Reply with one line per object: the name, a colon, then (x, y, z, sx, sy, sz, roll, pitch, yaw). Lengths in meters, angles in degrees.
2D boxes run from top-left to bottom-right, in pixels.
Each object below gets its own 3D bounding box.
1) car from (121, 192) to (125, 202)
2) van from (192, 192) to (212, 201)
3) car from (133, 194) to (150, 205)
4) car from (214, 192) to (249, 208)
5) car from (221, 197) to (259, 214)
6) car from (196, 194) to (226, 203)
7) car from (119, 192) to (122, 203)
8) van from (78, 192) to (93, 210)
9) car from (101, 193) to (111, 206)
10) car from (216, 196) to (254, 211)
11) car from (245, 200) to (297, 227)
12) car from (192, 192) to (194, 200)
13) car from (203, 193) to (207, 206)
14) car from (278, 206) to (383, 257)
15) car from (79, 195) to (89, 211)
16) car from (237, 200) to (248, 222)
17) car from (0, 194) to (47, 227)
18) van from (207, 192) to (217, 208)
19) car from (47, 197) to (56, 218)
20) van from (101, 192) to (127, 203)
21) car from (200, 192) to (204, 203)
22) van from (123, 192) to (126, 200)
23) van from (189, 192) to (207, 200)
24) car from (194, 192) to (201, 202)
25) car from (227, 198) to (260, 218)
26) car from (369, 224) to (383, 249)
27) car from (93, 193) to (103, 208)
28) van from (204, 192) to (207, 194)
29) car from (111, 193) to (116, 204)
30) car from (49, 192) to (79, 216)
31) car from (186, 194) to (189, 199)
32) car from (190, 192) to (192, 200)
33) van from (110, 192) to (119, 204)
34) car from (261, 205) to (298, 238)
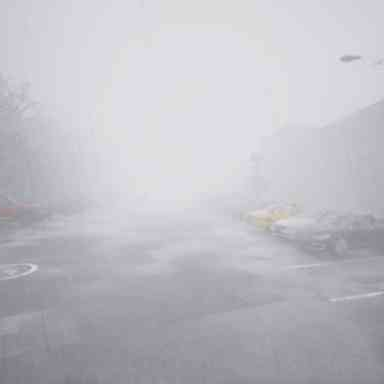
car: (-14.198, 1.224, 55.780, 4.674, 1.452, 2.002, -1, 0, -23)
van: (2.318, 0.960, 77.140, 4.442, 1.987, 1.878, 1, 0, -23)
car: (-7.721, 1.270, 53.376, 2.033, 1.411, 5.357, 0, 0, -3)
car: (4.968, 1.218, 33.273, 4.553, 1.767, 2.185, 1, 1, -23)
car: (5.243, 1.411, 27.393, 4.792, 1.488, 2.163, 1, 1, -23)
car: (3.423, 1.223, 59.623, 4.892, 1.521, 2.231, 1, 0, -23)
car: (-14.027, 1.234, 52.840, 4.674, 1.452, 2.002, -1, 0, -23)
van: (-13.123, 1.054, 35.148, 4.442, 1.987, 1.878, -1, 1, -23)
car: (-13.184, 1.239, 41.155, 5.366, 1.575, 1.946, -1, 0, -23)
car: (5.109, 1.363, 30.337, 4.892, 1.521, 2.231, 1, 1, -23)
car: (5.940, 1.442, 18.697, 5.366, 1.575, 1.946, 1, 0, -23)
car: (3.266, 1.208, 65.555, 5.366, 1.575, 1.946, 1, 0, -23)
car: (4.428, 1.290, 42.051, 5.008, 1.535, 2.097, 1, 0, -23)
car: (6.114, 1.484, 12.761, 4.892, 1.521, 2.231, 1, 1, -23)
car: (-12.876, 1.327, 32.249, 4.792, 1.488, 2.163, -1, 1, -23)
car: (5.607, 1.463, 21.548, 4.674, 1.452, 2.002, 1, 1, -23)
car: (-12.157, 1.125, 20.517, 5.566, 2.045, 2.435, -1, 0, -23)
van: (4.500, 1.079, 39.071, 4.442, 1.987, 1.878, 1, 1, -23)
car: (-12.371, 1.387, 23.429, 4.792, 1.488, 2.163, -1, 1, -23)
van: (-14.424, 0.943, 61.706, 4.442, 1.987, 1.878, -1, 0, -23)
car: (4.072, 1.135, 47.899, 4.553, 1.767, 2.185, 1, 0, -23)
van: (-14.468, 0.952, 58.665, 4.442, 1.987, 1.878, -1, 0, -23)
van: (1.634, 1.048, 91.878, 4.442, 1.987, 1.878, 2, -2, -24)
car: (3.794, 0.988, 53.779, 5.566, 2.045, 2.435, 1, 0, -23)
car: (5.448, 1.404, 24.474, 4.892, 1.521, 2.231, 1, 1, -23)
car: (6.438, 1.525, 6.907, 4.892, 1.521, 2.231, 1, 0, -23)
car: (-13.178, 1.261, 38.141, 4.892, 1.521, 2.231, -1, 1, -23)
van: (4.376, 1.052, 45.029, 4.442, 1.987, 1.878, 1, 0, -23)
car: (-13.685, 1.256, 46.956, 4.674, 1.452, 2.002, -1, 1, -23)
car: (-12.656, 1.190, 29.333, 4.553, 1.767, 2.185, -1, 1, -23)
car: (2.077, 1.177, 80.047, 5.366, 1.575, 1.946, 1, 0, -23)
car: (2.933, 1.198, 71.406, 5.366, 1.575, 1.946, 1, 0, -23)
van: (-13.755, 0.978, 49.948, 4.442, 1.987, 1.878, -1, 0, -23)
car: (5.942, 1.503, 15.689, 4.674, 1.452, 2.002, 1, 1, -23)
